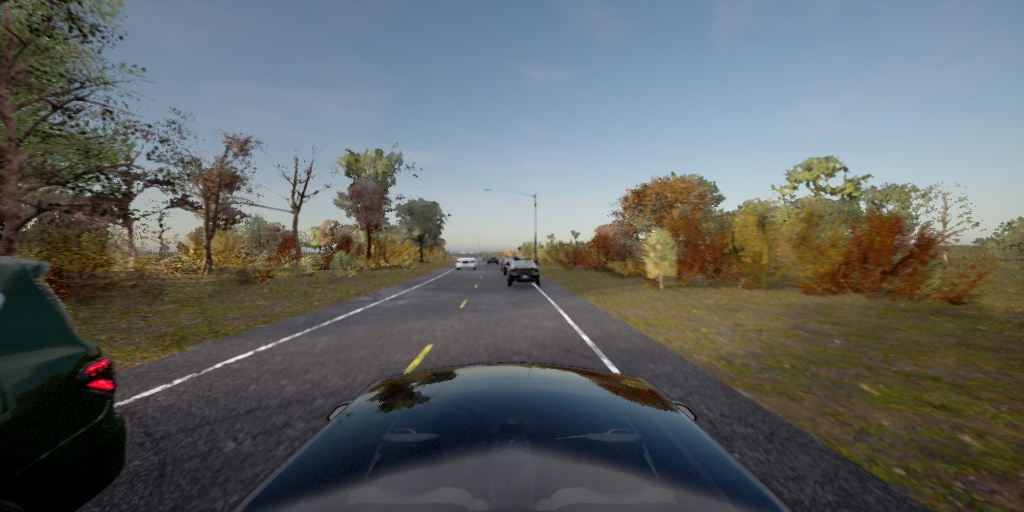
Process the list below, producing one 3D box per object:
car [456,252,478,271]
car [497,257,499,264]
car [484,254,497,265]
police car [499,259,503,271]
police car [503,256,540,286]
[{"bbox_3d":[-5.075,0.547,40.442,2.150,2.045,5.566,0,1,-4],"label":"car"},{"bbox_3d":[-0.284,0.803,38.703,1.882,1.535,5.008,0,1,-4],"label":"car"},{"bbox_3d":[-3.165,0.606,58.692,1.837,1.490,4.892,0,1,-6],"label":"car"},{"bbox_3d":[0.115,0.821,32.793,1.930,1.638,5.238,0,1,-3],"label":"police car"},{"bbox_3d":[0.631,0.936,22.751,1.930,1.638,5.238,0,1,-2],"label":"police car"}]
